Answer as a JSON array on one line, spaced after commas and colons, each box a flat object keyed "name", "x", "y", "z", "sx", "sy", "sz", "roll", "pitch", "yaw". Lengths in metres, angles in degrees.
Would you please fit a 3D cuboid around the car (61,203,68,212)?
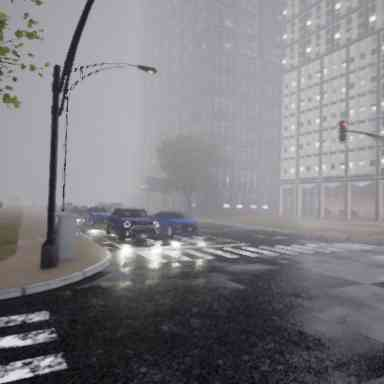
[{"name": "car", "x": -17.781, "y": 2.309, "z": 47.951, "sx": 1.812, "sy": 1.442, "sz": 4.674, "roll": 2, "pitch": -2, "yaw": -26}]

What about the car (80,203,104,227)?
[{"name": "car", "x": -7.529, "y": 1.947, "z": 27.204, "sx": 1.882, "sy": 1.535, "sz": 5.008, "roll": 2, "pitch": -2, "yaw": -26}]

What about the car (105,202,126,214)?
[{"name": "car", "x": -11.612, "y": 2.378, "z": 50.281, "sx": 2.097, "sy": 1.767, "sz": 4.553, "roll": 2, "pitch": -2, "yaw": -26}]

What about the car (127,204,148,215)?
[{"name": "car", "x": -8.331, "y": 2.664, "z": 50.913, "sx": 1.812, "sy": 1.442, "sz": 4.674, "roll": 2, "pitch": -2, "yaw": -26}]

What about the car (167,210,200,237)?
[{"name": "car", "x": -1.206, "y": 1.967, "z": 21.785, "sx": 1.882, "sy": 1.535, "sz": 5.008, "roll": 2, "pitch": -2, "yaw": -26}]

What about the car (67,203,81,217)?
[{"name": "car", "x": -11.939, "y": 2.167, "z": 36.083, "sx": 1.994, "sy": 1.385, "sz": 4.181, "roll": 2, "pitch": -2, "yaw": -26}]

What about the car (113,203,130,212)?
[{"name": "car", "x": -12.785, "y": 2.798, "z": 59.868, "sx": 1.812, "sy": 1.442, "sz": 4.674, "roll": 2, "pitch": -2, "yaw": -26}]

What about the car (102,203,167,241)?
[{"name": "car", "x": -3.417, "y": 1.696, "z": 18.951, "sx": 2.097, "sy": 1.767, "sz": 4.553, "roll": 2, "pitch": -2, "yaw": -26}]

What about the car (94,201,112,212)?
[{"name": "car", "x": -15.675, "y": 2.499, "z": 58.401, "sx": 2.097, "sy": 1.767, "sz": 4.553, "roll": 2, "pitch": -2, "yaw": -26}]

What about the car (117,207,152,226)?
[{"name": "car", "x": -5.251, "y": 2.138, "z": 29.907, "sx": 1.812, "sy": 1.442, "sz": 4.674, "roll": 2, "pitch": -2, "yaw": -26}]
